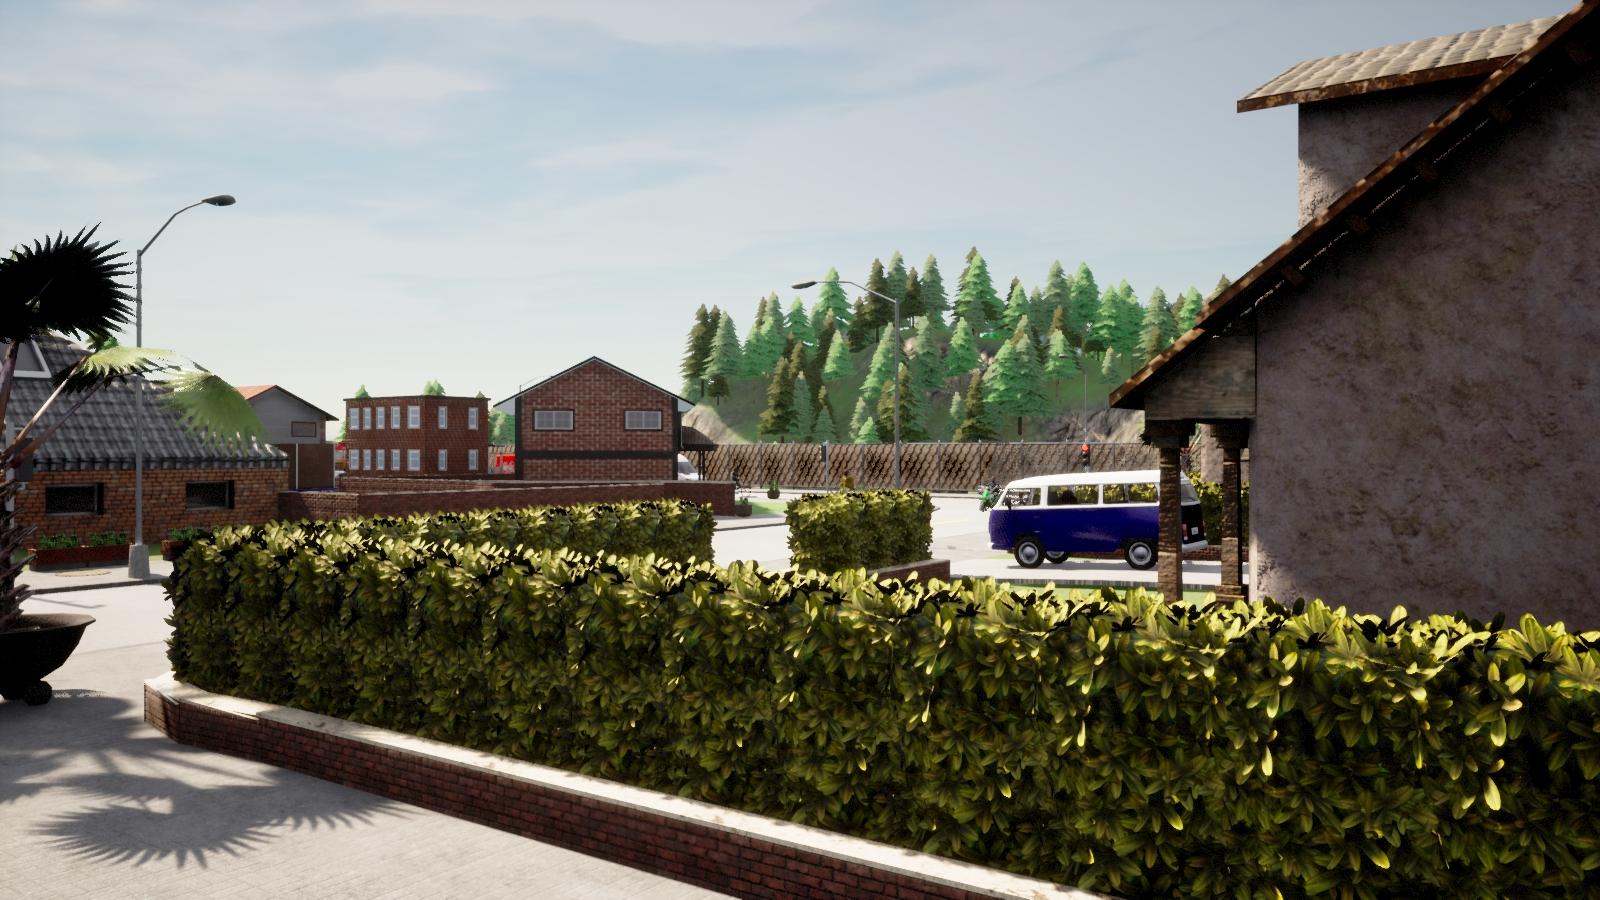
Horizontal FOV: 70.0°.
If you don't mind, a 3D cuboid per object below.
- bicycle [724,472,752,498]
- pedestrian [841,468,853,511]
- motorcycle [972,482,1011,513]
[{"bbox_3d":[-3.643,2.044,67.431,1.835,1.471,0.329,0,0,35],"label":"bicycle"},{"bbox_3d":[2.065,1.734,50.379,0.375,1.860,0.375,0,0,-38],"label":"pedestrian"},{"bbox_3d":[8.635,2.133,51.435,0.856,1.316,1.805,2,1,42],"label":"motorcycle"}]
